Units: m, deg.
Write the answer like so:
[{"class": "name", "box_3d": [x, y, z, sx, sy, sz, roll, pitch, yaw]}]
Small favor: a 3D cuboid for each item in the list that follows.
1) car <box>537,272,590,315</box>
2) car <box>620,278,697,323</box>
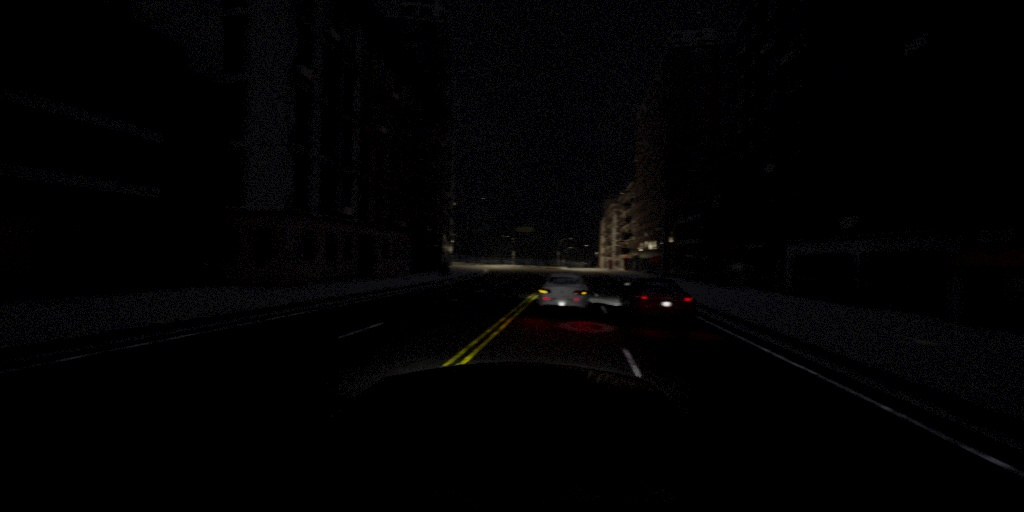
[{"class": "car", "box_3d": [2.083, 1.362, 14.186, 1.812, 1.442, 4.674, 2, 0, 11]}, {"class": "car", "box_3d": [5.194, 1.486, 13.174, 1.994, 1.385, 4.181, 2, 0, 11]}]
